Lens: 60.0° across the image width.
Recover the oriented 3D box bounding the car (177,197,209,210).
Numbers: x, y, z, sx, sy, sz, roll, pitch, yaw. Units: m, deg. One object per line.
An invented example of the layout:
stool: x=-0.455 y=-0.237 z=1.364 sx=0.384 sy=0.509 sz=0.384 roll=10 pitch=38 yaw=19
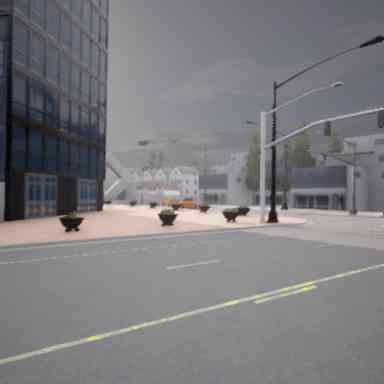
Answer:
car: x=0.368 y=1.538 z=46.093 sx=2.097 sy=1.767 sz=4.553 roll=1 pitch=-1 yaw=-35

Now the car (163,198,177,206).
car: x=-3.806 y=1.738 z=59.742 sx=1.882 sy=1.535 sz=5.008 roll=1 pitch=-1 yaw=-22
